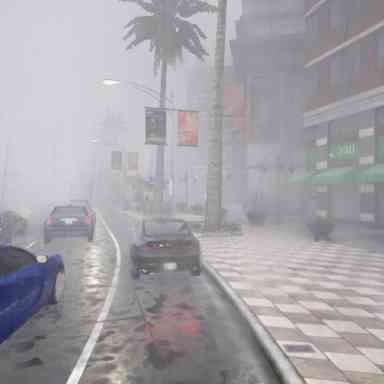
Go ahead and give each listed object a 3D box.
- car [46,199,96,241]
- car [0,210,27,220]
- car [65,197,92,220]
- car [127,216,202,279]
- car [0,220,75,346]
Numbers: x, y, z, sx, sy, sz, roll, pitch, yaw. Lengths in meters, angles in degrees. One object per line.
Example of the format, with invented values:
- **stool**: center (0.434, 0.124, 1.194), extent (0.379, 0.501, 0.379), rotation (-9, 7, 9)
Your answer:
- **car**: center (-5.885, 1.346, 16.437), extent (2.097, 1.767, 4.553), rotation (0, 0, -15)
- **car**: center (-9.157, 1.540, 15.672), extent (2.033, 1.411, 5.357), rotation (0, 0, -16)
- **car**: center (-9.751, 1.343, 28.776), extent (2.097, 1.767, 4.553), rotation (0, 0, -18)
- **car**: center (-0.965, 1.503, 10.195), extent (1.837, 1.490, 4.892), rotation (0, 0, -11)
- **car**: center (-3.469, 1.475, 5.004), extent (1.882, 1.535, 5.008), rotation (0, 0, -4)
